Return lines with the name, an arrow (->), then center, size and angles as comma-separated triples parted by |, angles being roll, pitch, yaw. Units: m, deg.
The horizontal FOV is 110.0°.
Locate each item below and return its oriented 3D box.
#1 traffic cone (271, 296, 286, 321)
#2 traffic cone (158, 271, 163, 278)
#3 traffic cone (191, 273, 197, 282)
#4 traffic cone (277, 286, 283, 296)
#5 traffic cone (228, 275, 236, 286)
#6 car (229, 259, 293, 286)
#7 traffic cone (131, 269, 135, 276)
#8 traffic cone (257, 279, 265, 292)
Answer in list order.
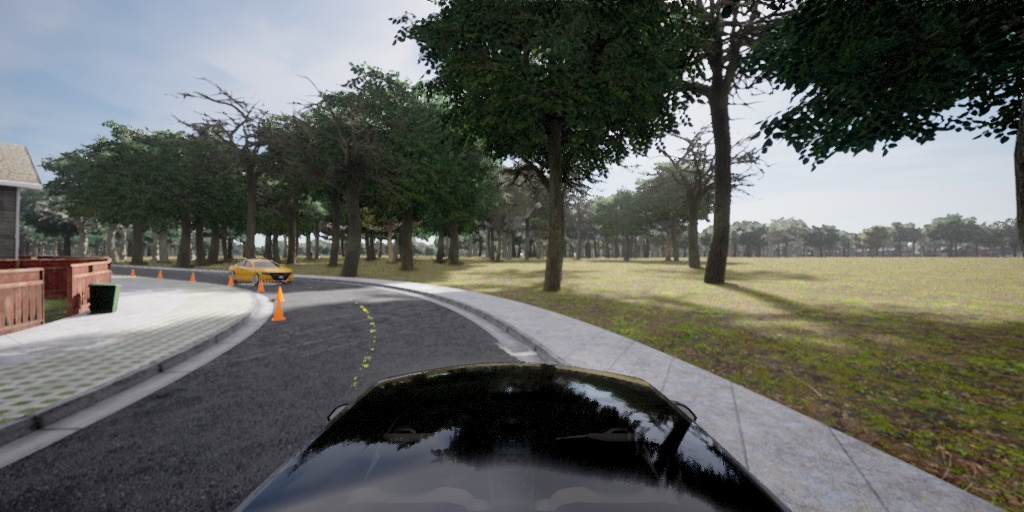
traffic cone -> -6.946, 1.592, 10.676 | 0.340, 0.580, 0.340 | 0, 0, -27
traffic cone -> -24.792, 1.319, 25.264 | 0.340, 0.580, 0.340 | 0, 0, 28
traffic cone -> -20.382, 1.357, 22.905 | 0.340, 0.580, 0.340 | 0, 0, 28
traffic cone -> -9.393, 1.530, 14.512 | 0.340, 0.580, 0.340 | 0, 0, -38
traffic cone -> -16.130, 1.405, 20.576 | 0.340, 0.580, 0.340 | 0, 0, 32
car -> -15.691, 0.949, 22.396 | 5.008, 1.535, 1.882 | 1, -1, 32
traffic cone -> -29.201, 1.281, 27.623 | 0.340, 0.580, 0.340 | 0, 0, 28
traffic cone -> -12.488, 1.465, 17.848 | 0.340, 0.580, 0.340 | 0, 0, 42
